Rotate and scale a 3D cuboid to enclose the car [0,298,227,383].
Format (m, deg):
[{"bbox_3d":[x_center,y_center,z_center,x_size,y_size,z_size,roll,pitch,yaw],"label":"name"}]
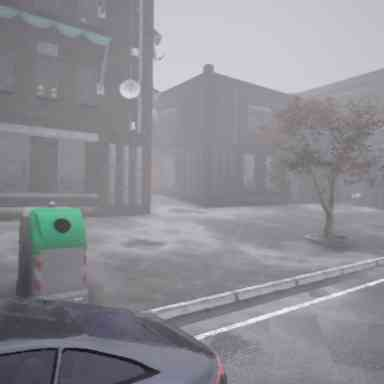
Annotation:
[{"bbox_3d":[-1.702,1.563,2.163,4.181,1.385,1.994,0,0,-36],"label":"car"}]
